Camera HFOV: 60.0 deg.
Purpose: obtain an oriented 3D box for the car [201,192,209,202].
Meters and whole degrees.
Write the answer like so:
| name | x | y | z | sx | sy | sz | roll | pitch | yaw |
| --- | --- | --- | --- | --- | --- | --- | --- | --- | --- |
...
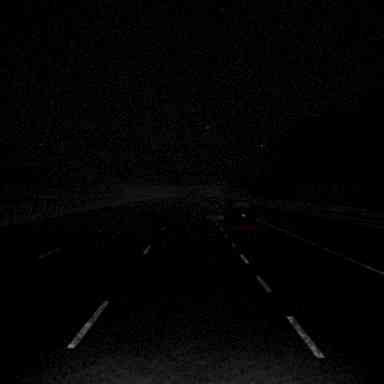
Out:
| name | x | y | z | sx | sy | sz | roll | pitch | yaw |
| --- | --- | --- | --- | --- | --- | --- | --- | --- | --- |
| car | 3.527 | 1.335 | 70.565 | 1.882 | 1.535 | 5.008 | 0 | 0 | 0 |

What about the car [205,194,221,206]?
| name | x | y | z | sx | sy | sz | roll | pitch | yaw |
| --- | --- | --- | --- | --- | --- | --- | --- | --- | --- |
| car | 3.521 | 1.467 | 53.845 | 1.994 | 1.385 | 4.181 | 0 | 0 | 0 |

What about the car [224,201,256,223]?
| name | x | y | z | sx | sy | sz | roll | pitch | yaw |
| --- | --- | --- | --- | --- | --- | --- | --- | --- | --- |
| car | 3.510 | 1.437 | 25.054 | 1.882 | 1.535 | 5.008 | 0 | 0 | 0 |
